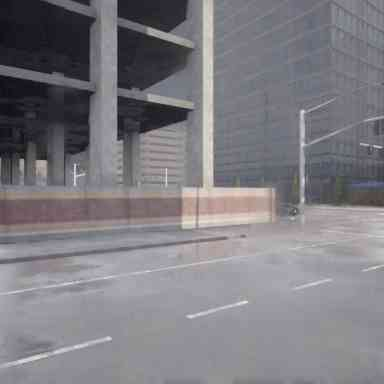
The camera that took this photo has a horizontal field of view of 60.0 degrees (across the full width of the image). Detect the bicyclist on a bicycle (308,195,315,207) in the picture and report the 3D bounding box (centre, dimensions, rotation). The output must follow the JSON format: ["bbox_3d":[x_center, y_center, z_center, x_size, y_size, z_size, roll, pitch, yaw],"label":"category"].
[{"bbox_3d":[16.610,1.301,46.220,1.656,1.620,0.582,0,0,-36],"label":"bicyclist on a bicycle"}]

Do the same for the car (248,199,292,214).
[{"bbox_3d":[8.542,1.526,36.933,1.812,1.442,4.674,0,0,-36],"label":"car"}]

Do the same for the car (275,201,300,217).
[{"bbox_3d":[8.133,1.564,31.533,1.994,1.385,4.181,0,0,-36],"label":"car"}]
